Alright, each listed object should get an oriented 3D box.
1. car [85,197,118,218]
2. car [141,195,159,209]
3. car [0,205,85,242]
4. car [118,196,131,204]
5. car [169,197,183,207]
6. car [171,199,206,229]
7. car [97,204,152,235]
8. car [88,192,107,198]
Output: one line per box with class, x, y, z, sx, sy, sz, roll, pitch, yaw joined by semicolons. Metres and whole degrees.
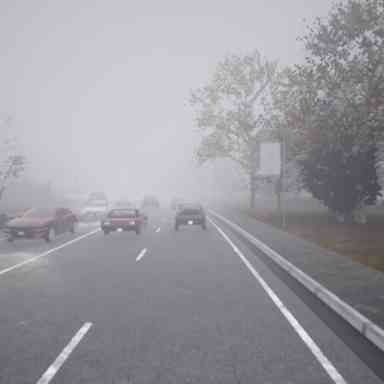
car;-7.442;1.414;26.504;1.812;1.442;4.674;0;0;-3
car;-5.094;1.134;40.750;2.097;1.767;4.553;0;0;-6
car;-7.099;1.429;16.234;1.882;1.535;5.008;0;0;-1
car;-9.199;1.273;45.033;1.812;1.442;4.674;0;0;-8
car;-1.848;1.333;42.951;1.994;1.385;4.181;0;0;-7
car;-0.155;1.431;20.935;1.837;1.490;4.892;0;0;-2
car;-3.573;1.541;18.393;1.895;1.301;4.718;0;0;-1
car;-12.728;0.955;45.079;2.150;2.045;5.566;0;0;-8
